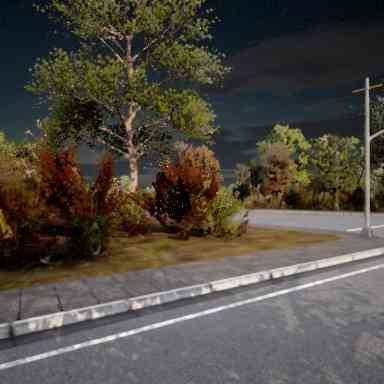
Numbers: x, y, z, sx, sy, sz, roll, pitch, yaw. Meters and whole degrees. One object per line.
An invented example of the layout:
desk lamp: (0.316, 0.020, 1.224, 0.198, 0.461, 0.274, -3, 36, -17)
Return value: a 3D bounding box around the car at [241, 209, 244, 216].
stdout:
car: (3.151, 1.704, 34.472, 1.882, 1.535, 5.008, 0, -1, -42)
